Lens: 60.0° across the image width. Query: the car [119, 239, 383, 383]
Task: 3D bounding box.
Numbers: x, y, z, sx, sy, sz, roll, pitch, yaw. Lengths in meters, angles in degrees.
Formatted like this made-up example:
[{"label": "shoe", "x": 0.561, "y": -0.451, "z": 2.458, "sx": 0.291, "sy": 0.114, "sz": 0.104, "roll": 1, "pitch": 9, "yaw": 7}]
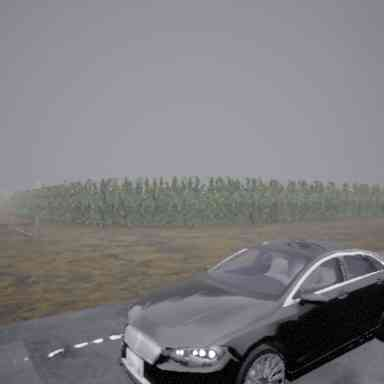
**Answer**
[{"label": "car", "x": 1.400, "y": 1.518, "z": 4.878, "sx": 4.902, "sy": 1.511, "sz": 2.128, "roll": 0, "pitch": 0, "yaw": -36}]
